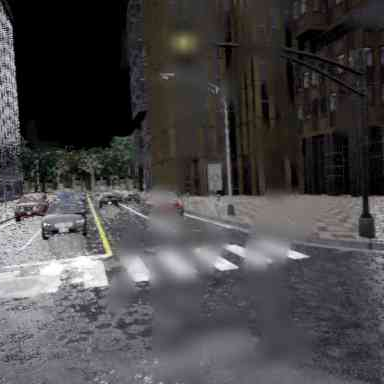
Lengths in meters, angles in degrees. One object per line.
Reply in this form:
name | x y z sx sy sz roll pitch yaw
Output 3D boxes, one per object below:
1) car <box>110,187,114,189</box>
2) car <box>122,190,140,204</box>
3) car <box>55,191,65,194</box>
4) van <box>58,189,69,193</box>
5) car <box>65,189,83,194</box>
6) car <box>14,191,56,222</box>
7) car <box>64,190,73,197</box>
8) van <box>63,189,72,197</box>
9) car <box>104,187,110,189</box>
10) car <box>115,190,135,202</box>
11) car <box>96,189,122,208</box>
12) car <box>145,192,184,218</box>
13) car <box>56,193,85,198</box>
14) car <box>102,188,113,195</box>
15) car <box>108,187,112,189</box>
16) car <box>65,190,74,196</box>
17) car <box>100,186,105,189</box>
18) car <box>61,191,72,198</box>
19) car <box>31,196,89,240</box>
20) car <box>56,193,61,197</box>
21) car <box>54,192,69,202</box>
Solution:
car | -10.363 0.394 48.030 1.887 1.381 4.507 -4 2 -18
car | -6.999 0.583 37.689 2.008 1.369 4.403 -4 2 -18
car | -16.723 1.009 40.074 1.752 1.417 4.829 -4 2 -18
van | -20.150 0.640 50.570 1.690 1.788 3.998 -4 2 -18
car | -15.429 0.734 44.849 2.128 1.511 4.902 -4 2 -17
car | -11.743 1.071 24.718 2.192 1.841 5.009 -4 2 -18
car | -30.176 0.287 81.436 1.752 1.417 4.829 -4 2 -18
van | -28.557 0.190 76.421 1.690 1.788 3.998 -4 2 -18
car | -15.461 0.100 63.701 1.752 1.417 4.829 -4 2 -18
car | -8.681 0.485 42.860 1.887 1.381 4.507 -4 2 -18
car | -8.723 0.749 34.393 1.837 1.490 4.892 -4 2 -18
car | -1.961 0.748 22.175 1.967 1.590 4.097 -4 2 -18
car | -9.910 1.112 27.749 1.994 1.385 4.181 -4 2 -18
car | -18.770 -0.052 73.881 2.008 1.369 4.403 -4 2 -18
car | -12.098 0.281 53.361 1.752 1.417 4.829 -4 2 -18
car | -31.908 0.237 86.769 1.947 1.339 4.313 -4 2 -18
car | -17.102 -0.197 68.702 2.192 1.841 5.009 -4 2 -18
car | -26.863 0.503 71.259 1.947 1.339 4.313 -4 2 -18
car | -6.043 1.250 15.899 2.128 1.511 4.902 -4 2 -19
car | -15.091 1.154 35.068 1.802 1.307 4.206 -4 2 -18
car | -21.819 0.759 55.748 2.008 1.369 4.403 -4 2 -18
